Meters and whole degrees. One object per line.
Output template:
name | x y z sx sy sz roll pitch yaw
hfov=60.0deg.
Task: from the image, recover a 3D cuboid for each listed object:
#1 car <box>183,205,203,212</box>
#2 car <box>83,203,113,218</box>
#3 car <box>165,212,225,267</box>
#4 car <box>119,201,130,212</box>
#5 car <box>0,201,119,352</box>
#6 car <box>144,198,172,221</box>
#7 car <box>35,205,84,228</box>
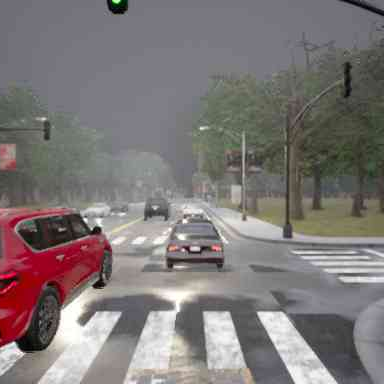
car | 0.095 1.948 33.542 1.895 1.301 4.718 0 -1 0
car | -9.843 1.891 35.183 1.812 1.442 4.674 0 -1 0
car | 0.094 1.667 11.859 2.033 1.411 5.357 0 -1 0
car | -9.784 1.979 45.431 1.837 1.490 4.892 0 -1 0
car | -3.149 1.289 6.402 2.150 2.045 5.566 0 0 0
car | -3.154 1.545 31.286 2.150 2.045 5.566 0 -1 0
car | -9.848 1.785 25.089 1.812 1.442 4.674 0 -1 0
